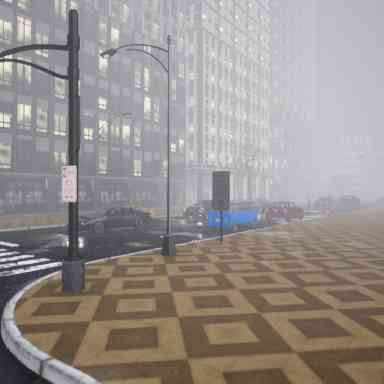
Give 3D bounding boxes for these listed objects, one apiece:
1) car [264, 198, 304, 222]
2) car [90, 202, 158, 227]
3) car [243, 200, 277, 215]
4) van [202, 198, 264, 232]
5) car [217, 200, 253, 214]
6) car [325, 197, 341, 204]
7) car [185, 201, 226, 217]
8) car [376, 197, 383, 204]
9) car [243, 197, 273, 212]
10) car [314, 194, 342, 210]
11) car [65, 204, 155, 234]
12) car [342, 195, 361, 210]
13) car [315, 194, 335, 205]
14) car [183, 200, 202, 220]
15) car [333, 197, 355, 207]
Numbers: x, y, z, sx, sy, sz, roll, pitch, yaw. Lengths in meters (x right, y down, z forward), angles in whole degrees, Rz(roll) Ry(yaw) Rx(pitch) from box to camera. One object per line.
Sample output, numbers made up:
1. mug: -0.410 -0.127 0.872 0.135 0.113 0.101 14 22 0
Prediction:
1. car: 7.561 1.472 26.894 1.967 1.590 4.097 0 0 38
2. car: -4.790 1.540 23.975 1.752 1.417 4.829 0 0 38
3. car: 7.303 1.594 35.417 1.994 1.385 4.181 0 0 38
4. van: 2.601 1.368 20.264 1.690 1.788 3.998 0 0 38
5. car: 4.708 1.571 36.110 1.887 1.381 4.507 0 0 38
6. car: 28.455 1.624 66.978 2.008 1.369 4.403 0 0 38
7. car: 1.316 1.604 31.700 1.802 1.307 4.206 0 0 38
8. car: 38.092 1.658 66.582 1.947 1.339 4.313 0 0 38
9. car: 8.101 1.471 40.520 1.967 1.590 4.097 0 0 38
10. car: 17.940 1.400 44.430 2.097 1.767 4.553 0 0 38
11. car: -4.723 1.564 19.806 2.033 1.411 5.357 0 0 38
12. car: 21.131 1.368 44.534 2.192 1.841 5.009 0 0 38
13. car: 25.063 1.381 62.569 2.192 1.841 5.009 0 0 38
14. car: 1.253 1.375 27.567 2.097 1.767 4.553 0 0 38
15. car: 23.991 1.552 52.291 2.128 1.511 4.902 0 0 37
